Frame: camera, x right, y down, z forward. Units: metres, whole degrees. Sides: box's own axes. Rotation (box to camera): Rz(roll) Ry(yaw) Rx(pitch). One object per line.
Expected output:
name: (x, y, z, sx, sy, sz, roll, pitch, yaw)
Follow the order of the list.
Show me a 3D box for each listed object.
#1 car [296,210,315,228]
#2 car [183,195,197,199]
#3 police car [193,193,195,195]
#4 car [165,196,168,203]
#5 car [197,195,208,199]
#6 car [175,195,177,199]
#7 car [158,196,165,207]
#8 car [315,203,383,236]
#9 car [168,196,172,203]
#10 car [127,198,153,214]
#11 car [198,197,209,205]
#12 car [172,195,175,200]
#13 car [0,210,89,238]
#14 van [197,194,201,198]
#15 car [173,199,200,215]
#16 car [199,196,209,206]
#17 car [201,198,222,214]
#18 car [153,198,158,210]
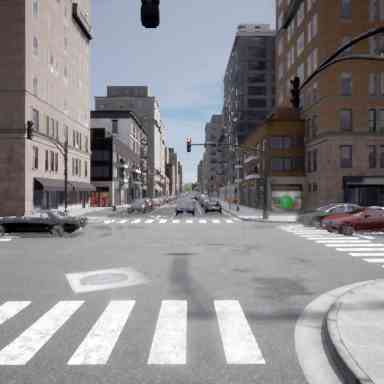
car: (8.987, 1.460, 20.682, 4.902, 1.511, 2.128, 0, 0, 0)
car: (-0.303, 1.697, 63.458, 1.895, 1.301, 4.718, 0, 0, 0)
police car: (0.391, 1.599, 90.239, 1.930, 1.638, 5.238, 0, 0, 0)
car: (-5.790, 1.634, 58.199, 2.008, 1.369, 4.403, 0, 0, 0)
car: (2.240, 1.637, 52.696, 1.947, 1.339, 4.313, 0, 0, 0)
car: (-5.823, 1.721, 91.264, 1.887, 1.381, 4.507, 0, 0, 0)
car: (-5.785, 1.653, 52.688, 1.802, 1.307, 4.206, 0, 0, 0)
car: (9.247, 1.487, 17.430, 4.674, 1.442, 1.812, 0, 0, 0)
car: (-5.801, 1.552, 69.220, 1.967, 1.590, 4.097, 0, 0, 0)
car: (-5.768, 1.480, 36.156, 1.967, 1.590, 4.097, 0, 0, 0)
car: (2.229, 1.648, 63.718, 2.008, 1.369, 4.403, 0, 0, 0)
car: (-5.812, 1.695, 80.242, 2.008, 1.369, 4.403, 0, 0, 0)
car: (-7.996, 1.628, 17.325, 4.718, 1.301, 1.895, 0, 0, 0)
van: (2.235, 1.424, 58.207, 1.690, 1.788, 3.998, 0, 0, 0)
car: (-0.527, 1.637, 33.756, 1.895, 1.301, 4.718, 0, 0, 3)
car: (2.246, 1.641, 47.186, 1.802, 1.307, 4.206, 0, 0, 0)
car: (2.257, 1.606, 36.163, 1.947, 1.339, 4.313, 0, 0, 0)
car: (-5.774, 1.490, 41.667, 1.967, 1.590, 4.097, 0, 0, 0)
